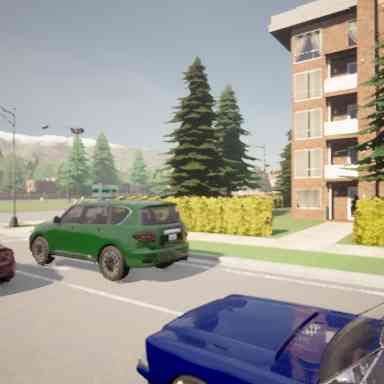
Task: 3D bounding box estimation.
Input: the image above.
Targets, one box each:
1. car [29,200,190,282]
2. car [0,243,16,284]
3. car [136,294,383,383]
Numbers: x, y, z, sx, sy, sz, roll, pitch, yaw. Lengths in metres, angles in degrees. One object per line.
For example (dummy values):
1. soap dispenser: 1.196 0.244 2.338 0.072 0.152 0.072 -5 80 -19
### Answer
1. car: -2.669 1.262 10.137 5.566 2.045 2.150 0 0 36
2. car: -6.235 1.573 8.392 4.674 1.442 1.812 0 0 36
3. car: 1.788 1.601 2.718 4.718 1.301 1.895 0 0 35
